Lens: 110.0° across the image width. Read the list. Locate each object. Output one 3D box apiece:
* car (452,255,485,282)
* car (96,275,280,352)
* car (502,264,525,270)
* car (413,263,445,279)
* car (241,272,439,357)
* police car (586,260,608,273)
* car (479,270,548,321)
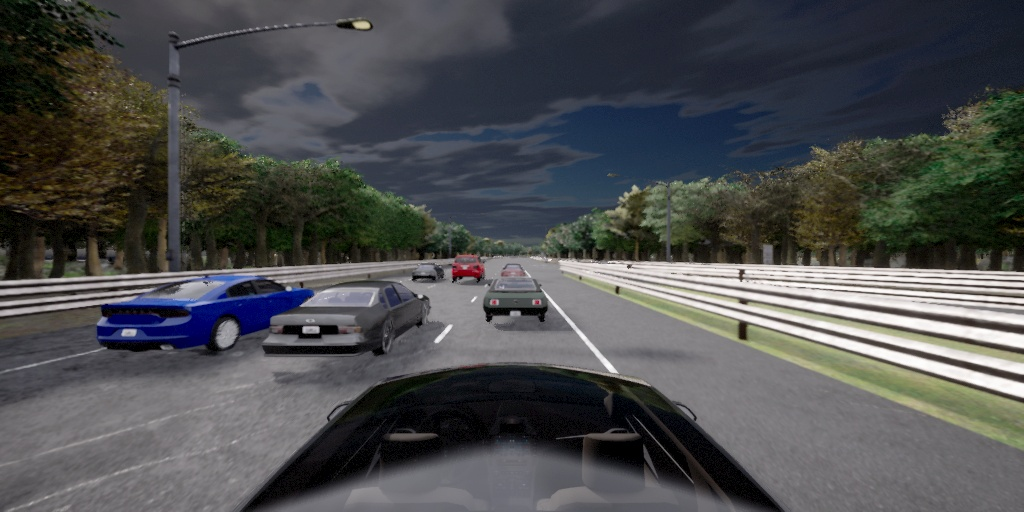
[{"bbox_3d":[-3.395,0.963,28.578,2.150,2.045,5.566,0,0,0],"label":"car"},{"bbox_3d":[-6.897,1.204,8.933,1.882,1.535,5.008,0,1,0],"label":"car"},{"bbox_3d":[0.106,1.305,29.799,1.994,1.385,4.181,0,0,0],"label":"car"},{"bbox_3d":[-6.892,1.305,29.854,1.994,1.385,4.181,0,0,0],"label":"car"},{"bbox_3d":[-3.393,1.295,8.580,2.033,1.411,5.357,0,0,0],"label":"car"},{"bbox_3d":[10.747,1.314,45.152,2.038,1.542,4.974,0,0,-12],"label":"police car"},{"bbox_3d":[0.103,1.347,12.404,1.895,1.301,4.718,0,0,0],"label":"car"}]
